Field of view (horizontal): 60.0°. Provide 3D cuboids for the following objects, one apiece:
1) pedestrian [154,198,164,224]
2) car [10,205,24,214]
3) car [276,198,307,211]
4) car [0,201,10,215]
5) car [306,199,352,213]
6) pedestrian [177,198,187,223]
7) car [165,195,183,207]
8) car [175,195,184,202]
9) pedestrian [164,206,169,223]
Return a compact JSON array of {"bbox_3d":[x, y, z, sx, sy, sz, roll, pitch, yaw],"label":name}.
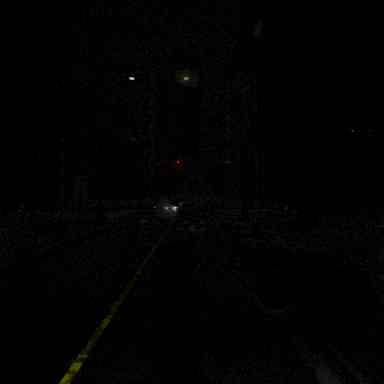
[{"bbox_3d":[-2.332,1.291,23.003,0.375,1.860,0.375,0,0,0],"label":"pedestrian"},{"bbox_3d":[-19.634,1.585,33.559,4.718,1.301,1.895,0,0,0],"label":"car"},{"bbox_3d":[12.646,1.490,40.119,4.902,1.511,2.128,0,0,0],"label":"car"},{"bbox_3d":[-19.661,1.591,30.309,4.718,1.301,1.895,0,0,0],"label":"car"},{"bbox_3d":[15.384,1.573,36.856,4.181,1.385,1.994,0,0,0],"label":"car"},{"bbox_3d":[-0.710,1.291,23.601,0.375,1.860,0.375,0,0,0],"label":"pedestrian"},{"bbox_3d":[-3.036,1.541,52.978,2.033,1.411,5.357,0,0,4],"label":"car"},{"bbox_3d":[-2.999,1.516,81.182,2.128,1.511,4.902,0,0,0],"label":"car"},{"bbox_3d":[-1.964,1.571,24.202,0.375,1.300,0.375,0,0,0],"label":"pedestrian"}]
